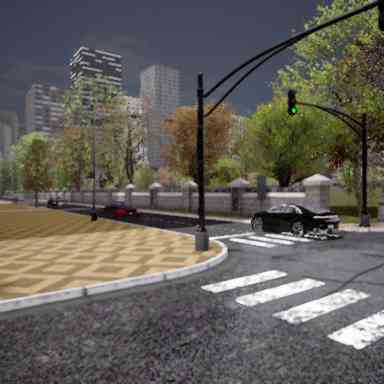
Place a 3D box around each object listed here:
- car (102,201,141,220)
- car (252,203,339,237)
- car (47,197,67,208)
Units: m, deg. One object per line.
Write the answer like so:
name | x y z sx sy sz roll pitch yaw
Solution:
car | -5.777 1.453 27.080 1.994 1.385 4.181 -1 0 -34
car | 4.968 1.305 16.740 2.128 1.511 4.902 0 0 -27
car | -19.011 1.440 46.705 2.128 1.511 4.902 -1 0 -34
